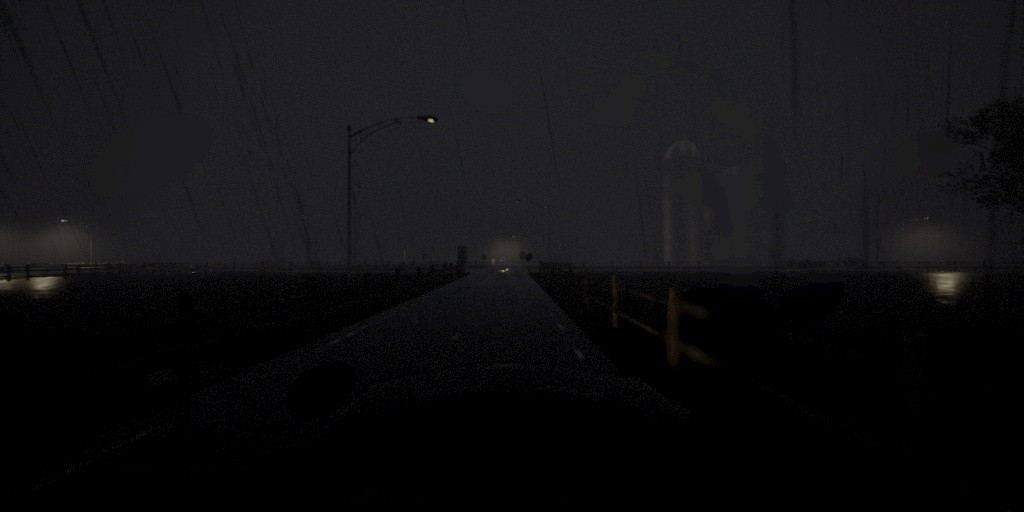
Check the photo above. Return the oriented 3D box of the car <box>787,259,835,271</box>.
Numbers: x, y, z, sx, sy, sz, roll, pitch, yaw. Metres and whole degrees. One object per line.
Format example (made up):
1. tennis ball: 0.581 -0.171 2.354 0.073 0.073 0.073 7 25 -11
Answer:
1. car: 41.253 1.239 49.914 5.008 1.535 1.882 0 0 0

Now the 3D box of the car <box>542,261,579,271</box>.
1. car: 6.682 1.354 49.963 5.357 1.411 2.033 0 0 0
